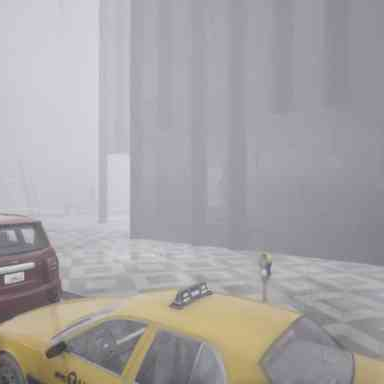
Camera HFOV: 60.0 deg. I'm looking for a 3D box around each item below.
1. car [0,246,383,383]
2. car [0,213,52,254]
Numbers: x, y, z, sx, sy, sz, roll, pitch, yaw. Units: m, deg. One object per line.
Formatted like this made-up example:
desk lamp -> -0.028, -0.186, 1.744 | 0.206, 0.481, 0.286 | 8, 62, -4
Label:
car -> -0.211, 1.525, 3.114 | 4.829, 1.417, 1.752 | 0, 0, 36
car -> -4.485, 1.314, 6.171 | 5.009, 1.841, 2.192 | 0, 0, 36
